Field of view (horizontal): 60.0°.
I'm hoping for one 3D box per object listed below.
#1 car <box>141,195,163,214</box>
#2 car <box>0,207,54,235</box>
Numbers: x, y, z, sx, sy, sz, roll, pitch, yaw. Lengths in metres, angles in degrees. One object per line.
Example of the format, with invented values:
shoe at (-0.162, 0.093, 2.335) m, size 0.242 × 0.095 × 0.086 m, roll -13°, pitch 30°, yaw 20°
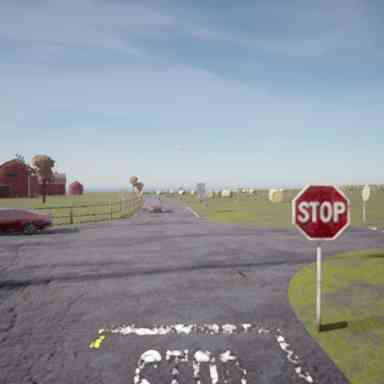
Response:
car at (-3.953, 1.361, 33.508) m, size 1.812 × 1.442 × 4.674 m, roll 0°, pitch 0°, yaw -4°
car at (-9.937, 1.570, 17.886) m, size 4.674 × 1.442 × 1.812 m, roll -1°, pitch 2°, yaw -15°
